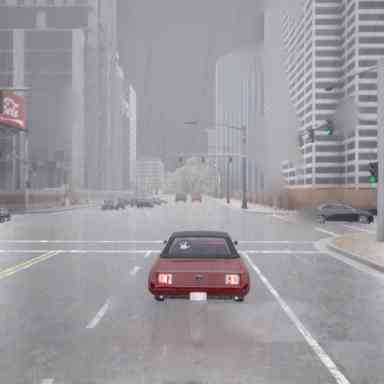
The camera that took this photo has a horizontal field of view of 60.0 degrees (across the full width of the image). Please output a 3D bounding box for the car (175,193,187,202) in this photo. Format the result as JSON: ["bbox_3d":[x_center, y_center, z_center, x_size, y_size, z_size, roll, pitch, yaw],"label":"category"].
[{"bbox_3d":[-2.487,1.216,73.360,2.150,2.045,5.566,0,0,1],"label":"car"}]

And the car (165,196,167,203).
[{"bbox_3d":[-6.094,1.477,67.238,1.882,1.535,5.008,0,0,1],"label":"car"}]

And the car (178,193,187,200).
[{"bbox_3d":[-2.338,1.184,84.000,2.097,1.767,4.553,0,0,1],"label":"car"}]

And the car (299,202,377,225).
[{"bbox_3d":[10.027,1.490,23.224,4.902,1.511,2.128,0,0,0],"label":"car"}]

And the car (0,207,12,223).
[{"bbox_3d":[-15.284,1.351,23.443,4.553,1.767,2.097,0,0,0],"label":"car"}]

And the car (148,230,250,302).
[{"bbox_3d":[0.211,1.601,8.239,1.895,1.301,4.718,0,0,2],"label":"car"}]

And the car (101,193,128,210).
[{"bbox_3d":[-10.022,1.352,42.408,2.097,1.767,4.553,0,0,1],"label":"car"}]

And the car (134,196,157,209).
[{"bbox_3d":[-6.460,1.601,46.788,1.895,1.301,4.718,0,0,1],"label":"car"}]

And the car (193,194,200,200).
[{"bbox_3d":[1.162,1.353,83.981,1.812,1.442,4.674,0,0,1],"label":"car"}]

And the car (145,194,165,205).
[{"bbox_3d":[-6.313,1.564,56.790,1.994,1.385,4.181,0,0,0],"label":"car"}]

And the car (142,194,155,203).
[{"bbox_3d":[-9.501,1.355,72.470,2.097,1.767,4.553,0,0,1],"label":"car"}]

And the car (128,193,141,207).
[{"bbox_3d":[-9.868,1.221,51.991,2.150,2.045,5.566,0,0,1],"label":"car"}]

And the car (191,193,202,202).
[{"bbox_3d":[1.012,1.216,73.311,2.150,2.045,5.566,0,0,1],"label":"car"}]
